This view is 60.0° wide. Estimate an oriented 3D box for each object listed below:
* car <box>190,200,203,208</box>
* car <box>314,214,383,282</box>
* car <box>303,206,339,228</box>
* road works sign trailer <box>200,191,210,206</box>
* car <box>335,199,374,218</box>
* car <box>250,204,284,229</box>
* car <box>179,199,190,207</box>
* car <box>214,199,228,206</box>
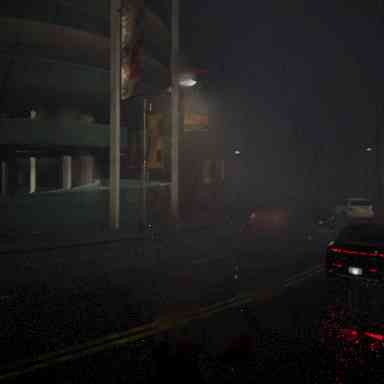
[{"bbox_3d":[0.944,2.345,66.488,1.882,1.535,5.008,0,-1,-25],"label":"car"},{"bbox_3d":[5.438,1.640,9.720,1.837,1.490,4.892,0,0,40],"label":"car"},{"bbox_3d":[9.242,1.887,24.355,1.994,1.385,4.181,0,-1,17],"label":"car"},{"bbox_3d":[2.825,1.447,79.251,2.380,3.560,2.880,0,-1,-25],"label":"road works sign trailer"},{"bbox_3d":[14.341,1.625,29.855,2.150,2.045,5.566,0,-1,9],"label":"car"},{"bbox_3d":[5.490,1.663,24.061,2.097,1.767,4.553,0,-1,18],"label":"car"},{"bbox_3d":[-2.655,2.112,65.948,1.837,1.490,4.892,0,-1,-25],"label":"car"},{"bbox_3d":[6.732,2.459,78.105,2.231,1.521,4.892,0,-1,-24],"label":"car"}]
